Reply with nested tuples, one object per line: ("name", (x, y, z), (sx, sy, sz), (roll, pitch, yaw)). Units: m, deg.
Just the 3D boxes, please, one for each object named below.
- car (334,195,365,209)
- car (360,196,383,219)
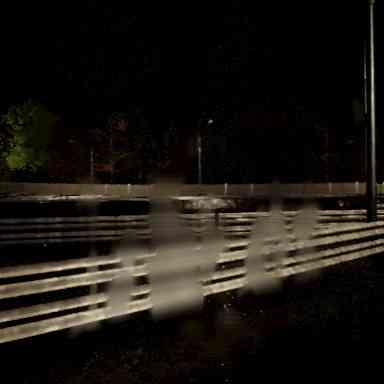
("car", (13.901, 1.040, 26.699), (4.553, 1.767, 2.097), (-1, 0, -10))
("car", (14.655, 1.212, 23.276), (4.674, 1.442, 1.812), (-1, 0, -10))
